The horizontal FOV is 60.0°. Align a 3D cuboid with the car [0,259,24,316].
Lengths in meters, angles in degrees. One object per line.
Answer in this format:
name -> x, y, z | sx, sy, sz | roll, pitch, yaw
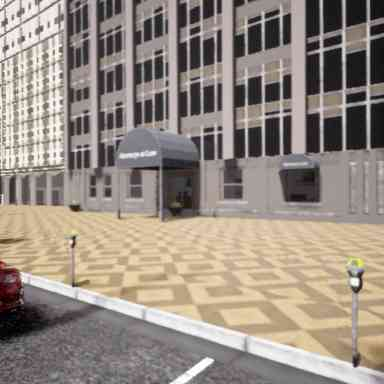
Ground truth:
car -> -4.939, 1.567, 6.262 | 4.674, 1.442, 1.812 | -1, 0, 37
